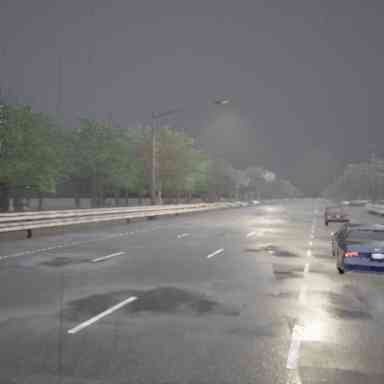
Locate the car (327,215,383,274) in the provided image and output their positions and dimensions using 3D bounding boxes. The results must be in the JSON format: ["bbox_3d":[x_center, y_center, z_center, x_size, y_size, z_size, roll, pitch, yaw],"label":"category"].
[{"bbox_3d":[5.658,1.728,10.869,2.033,1.411,5.357,0,-1,21],"label":"car"}]

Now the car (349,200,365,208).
[{"bbox_3d":[36.658,2.554,73.799,4.553,1.767,2.097,1,-1,-45],"label":"car"}]

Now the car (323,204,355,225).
[{"bbox_3d":[12.148,1.998,27.927,2.033,1.411,5.357,0,-1,21],"label":"car"}]

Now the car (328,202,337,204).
[{"bbox_3d":[23.359,2.434,55.287,2.033,1.411,5.357,0,-1,29],"label":"car"}]
